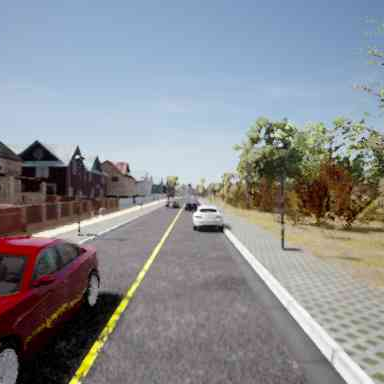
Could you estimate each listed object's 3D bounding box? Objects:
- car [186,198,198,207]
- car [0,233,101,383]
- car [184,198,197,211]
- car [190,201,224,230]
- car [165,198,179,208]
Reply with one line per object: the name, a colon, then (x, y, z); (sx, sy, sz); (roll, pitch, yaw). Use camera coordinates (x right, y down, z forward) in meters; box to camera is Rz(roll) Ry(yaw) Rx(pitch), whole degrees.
car: (0.006, 1.673, 55.561); (1.895, 1.301, 4.718); (0, 0, 0)
car: (-2.850, 1.486, 5.027); (1.882, 1.535, 5.008); (0, 0, 0)
car: (0.015, 1.606, 41.998); (2.033, 1.411, 5.357); (0, 0, 0)
car: (0.963, 1.557, 21.048); (1.812, 1.442, 4.674); (0, 0, 0)
car: (-2.821, 1.557, 47.797); (2.128, 1.511, 4.902); (0, 0, 0)
